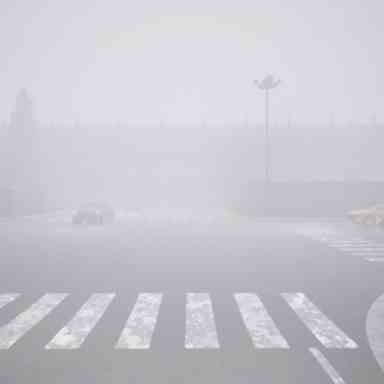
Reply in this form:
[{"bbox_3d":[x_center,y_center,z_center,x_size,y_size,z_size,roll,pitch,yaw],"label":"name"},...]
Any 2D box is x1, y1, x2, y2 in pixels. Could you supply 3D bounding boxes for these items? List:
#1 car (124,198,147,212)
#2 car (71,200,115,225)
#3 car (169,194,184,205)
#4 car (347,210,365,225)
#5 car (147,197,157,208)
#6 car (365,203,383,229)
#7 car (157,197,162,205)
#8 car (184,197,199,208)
[{"bbox_3d":[-7.087,1.744,40.930,1.895,1.301,4.718,0,0,0],"label":"car"},{"bbox_3d":[-7.093,1.397,24.276,2.097,1.767,4.553,0,0,0],"label":"car"},{"bbox_3d":[-3.309,1.453,66.604,2.150,2.045,5.566,0,0,1],"label":"car"},{"bbox_3d":[13.200,1.501,22.610,5.008,1.535,1.882,0,0,0],"label":"car"},{"bbox_3d":[-7.057,1.707,52.069,1.812,1.442,4.674,0,0,0],"label":"car"},{"bbox_3d":[13.107,1.503,19.115,4.902,1.511,2.128,0,0,0],"label":"car"},{"bbox_3d":[-6.990,1.730,64.577,1.837,1.490,4.892,0,0,0],"label":"car"},{"bbox_3d":[0.107,1.749,53.365,1.994,1.385,4.181,0,0,0],"label":"car"}]
